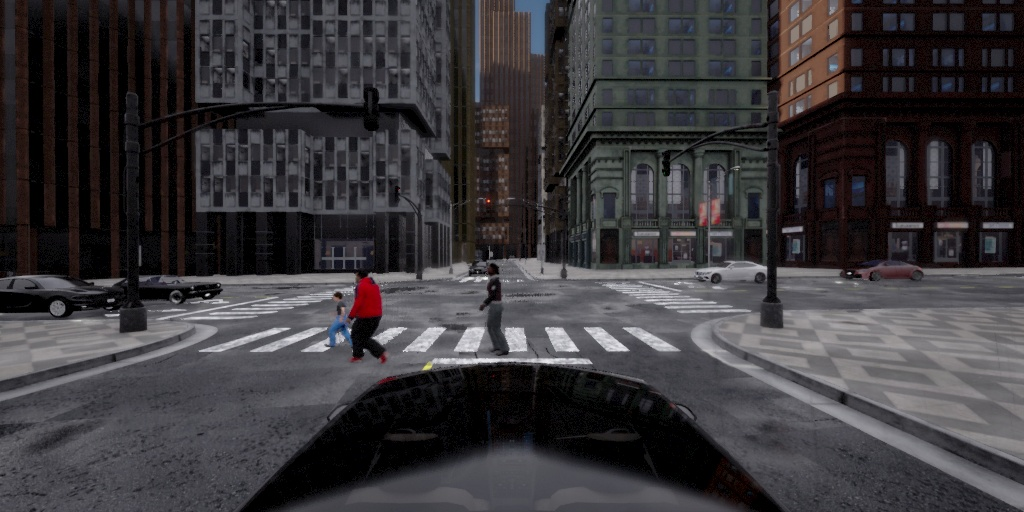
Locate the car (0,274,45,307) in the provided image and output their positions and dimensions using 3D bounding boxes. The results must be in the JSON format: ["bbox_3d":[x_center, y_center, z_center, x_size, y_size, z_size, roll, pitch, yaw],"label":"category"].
[{"bbox_3d":[-25.507,1.643,17.003,4.181,1.385,1.994,-1,0,1],"label":"car"}]

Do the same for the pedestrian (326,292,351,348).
[{"bbox_3d":[-3.677,1.324,7.751,0.375,1.300,0.375,0,0,0],"label":"pedestrian"}]

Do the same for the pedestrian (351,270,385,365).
[{"bbox_3d":[-2.632,1.043,6.562,0.375,1.860,0.375,0,0,0],"label":"pedestrian"}]

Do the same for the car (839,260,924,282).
[{"bbox_3d":[24.462,0.949,23.832,4.181,1.385,1.994,-1,0,1],"label":"car"}]

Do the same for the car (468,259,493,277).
[{"bbox_3d":[-3.235,1.237,36.008,1.837,1.490,4.892,0,0,-1],"label":"car"}]

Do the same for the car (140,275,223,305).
[{"bbox_3d":[-16.662,1.561,17.020,4.718,1.301,1.895,-1,0,0],"label":"car"}]

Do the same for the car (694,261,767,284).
[{"bbox_3d":[14.595,1.037,23.809,4.674,1.442,1.812,-1,0,-1],"label":"car"}]

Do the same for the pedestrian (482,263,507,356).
[{"bbox_3d":[-0.335,1.043,7.164,0.375,1.860,0.375,0,0,0],"label":"pedestrian"}]

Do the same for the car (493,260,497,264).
[{"bbox_3d":[-3.337,1.220,47.685,1.837,1.490,4.892,0,0,0],"label":"car"}]

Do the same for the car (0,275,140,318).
[{"bbox_3d":[-17.892,1.471,13.766,5.008,1.535,1.882,-1,0,0],"label":"car"}]
